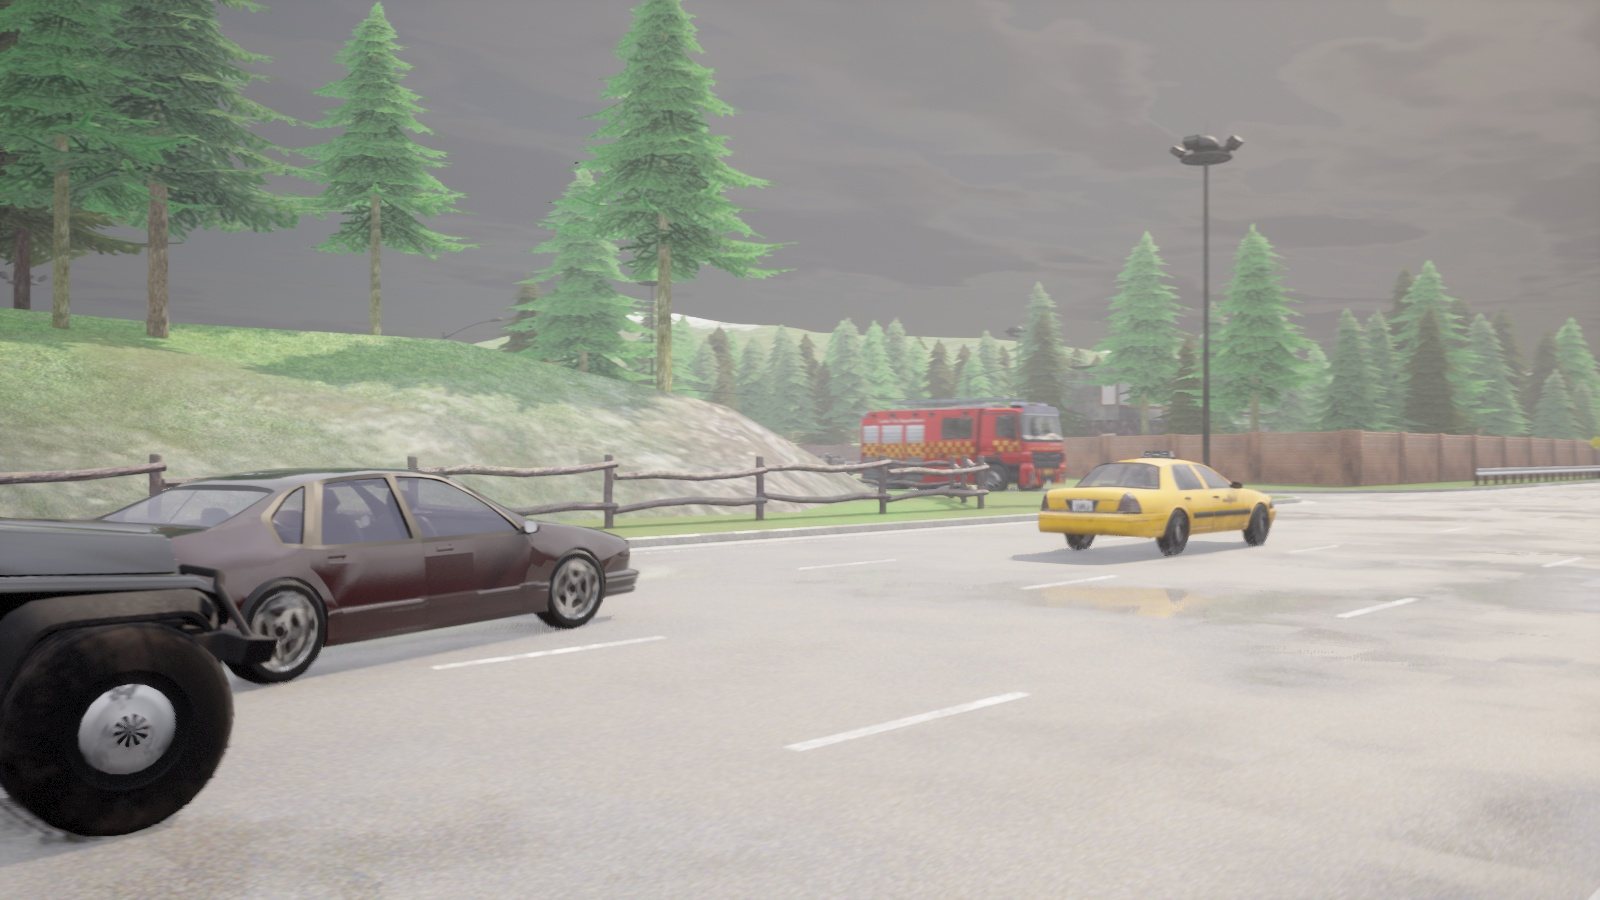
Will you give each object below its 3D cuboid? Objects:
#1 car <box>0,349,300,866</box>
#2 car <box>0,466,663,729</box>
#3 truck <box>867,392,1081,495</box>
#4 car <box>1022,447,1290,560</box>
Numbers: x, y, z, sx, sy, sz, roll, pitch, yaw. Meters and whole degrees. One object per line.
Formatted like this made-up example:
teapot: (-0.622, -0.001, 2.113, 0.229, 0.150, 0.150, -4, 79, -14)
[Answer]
car: (-4.167, 0.578, 4.638, 1.905, 1.878, 3.866, 0, 0, 44)
car: (-3.468, 0.850, 9.788, 2.033, 1.411, 5.357, 0, 0, 29)
truck: (6.870, -0.215, 50.724, 8.468, 3.827, 2.891, 0, 0, 44)
car: (5.824, 0.754, 20.039, 1.801, 1.575, 5.366, 0, 0, 44)
